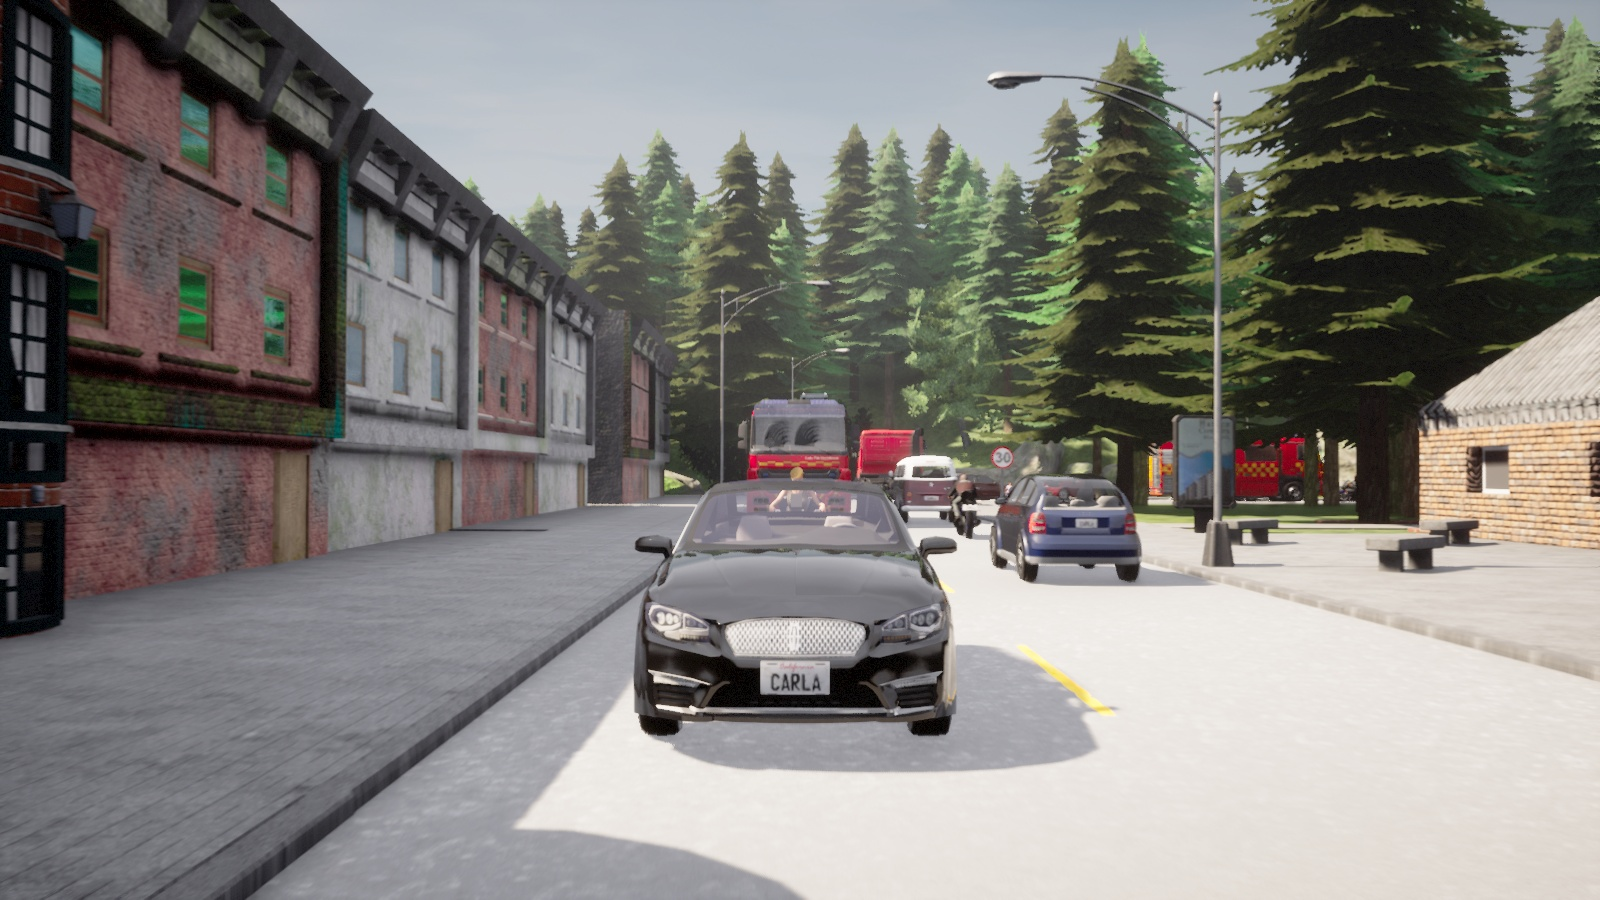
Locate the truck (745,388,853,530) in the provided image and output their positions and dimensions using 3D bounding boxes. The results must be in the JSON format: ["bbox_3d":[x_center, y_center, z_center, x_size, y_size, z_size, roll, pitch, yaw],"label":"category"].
[{"bbox_3d":[-0.031,0.303,38.174,2.891,3.827,8.468,0,-1,0],"label":"truck"}]

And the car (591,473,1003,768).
[{"bbox_3d":[-0.021,0.925,8.946,2.128,1.511,4.902,0,-1,0],"label":"car"}]

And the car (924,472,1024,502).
[{"bbox_3d":[8.922,1.883,64.453,4.792,1.488,2.163,0,-1,-31],"label":"car"}]

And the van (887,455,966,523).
[{"bbox_3d":[3.973,1.209,40.158,2.069,2.038,4.480,0,-1,0],"label":"van"}]

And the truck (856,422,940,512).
[{"bbox_3d":[3.971,0.719,52.709,2.891,3.462,7.936,0,-1,0],"label":"truck"}]

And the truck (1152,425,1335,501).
[{"bbox_3d":[22.990,0.677,65.408,8.468,3.827,2.891,0,-1,4],"label":"truck"}]

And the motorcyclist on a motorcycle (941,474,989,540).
[{"bbox_3d":[3.973,1.355,30.428,0.866,1.530,2.191,0,-1,0],"label":"motorcyclist on a motorcycle"}]

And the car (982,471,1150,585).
[{"bbox_3d":[3.971,1.111,19.316,1.789,1.549,3.705,0,-1,0],"label":"car"}]

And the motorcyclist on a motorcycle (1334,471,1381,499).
[{"bbox_3d":[30.785,1.914,69.379,2.191,1.530,0.866,0,-1,0],"label":"motorcyclist on a motorcycle"}]
